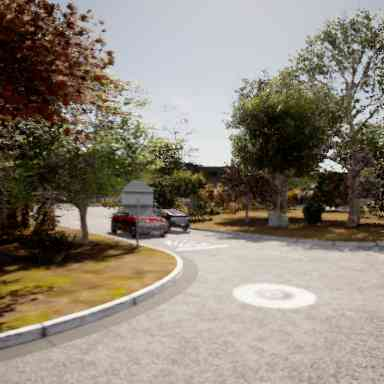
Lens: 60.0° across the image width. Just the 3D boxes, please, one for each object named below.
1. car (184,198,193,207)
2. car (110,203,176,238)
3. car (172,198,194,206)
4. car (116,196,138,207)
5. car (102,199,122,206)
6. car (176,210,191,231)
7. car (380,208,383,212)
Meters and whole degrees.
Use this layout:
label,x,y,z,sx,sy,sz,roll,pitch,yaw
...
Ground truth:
label,x,y,z,sx,sy,sz,roll,pitch,yaw
car,1.545,1.624,54.699,2.435,2.045,5.566,1,-1,-36
car,-3.253,1.733,20.405,2.097,1.767,4.553,2,-2,-35
car,-1.908,1.938,67.302,2.097,1.535,5.008,1,-1,-36
car,-11.751,1.689,60.190,2.185,1.767,4.553,0,0,-36
car,-14.249,1.805,58.666,1.946,1.575,5.366,0,0,-36
car,-1.999,2.017,24.201,2.128,1.511,4.902,2,-3,-36
car,26.962,2.260,51.120,1.882,1.535,5.008,2,-1,-30
